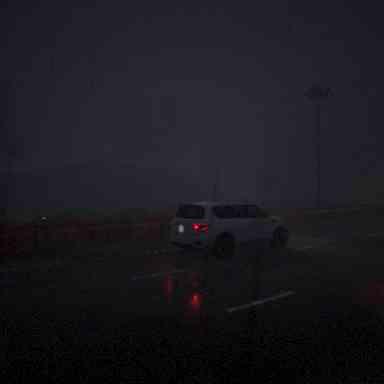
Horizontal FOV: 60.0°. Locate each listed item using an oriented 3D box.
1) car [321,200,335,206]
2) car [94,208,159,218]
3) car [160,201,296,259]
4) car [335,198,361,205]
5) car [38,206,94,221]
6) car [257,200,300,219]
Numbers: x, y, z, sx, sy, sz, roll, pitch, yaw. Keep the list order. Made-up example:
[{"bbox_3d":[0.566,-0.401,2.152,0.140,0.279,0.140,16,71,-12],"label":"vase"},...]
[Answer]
[{"bbox_3d":[23.275,2.062,56.370,4.892,1.490,1.837,0,-1,-41],"label":"car"},{"bbox_3d":[-5.189,1.954,26.575,4.181,1.385,1.994,0,-1,-39],"label":"car"},{"bbox_3d":[1.694,1.387,13.688,5.566,2.045,2.150,0,-1,-39],"label":"car"},{"bbox_3d":[25.582,1.598,53.747,5.008,1.535,1.882,0,-1,-41],"label":"car"},{"bbox_3d":[-9.890,1.918,27.273,5.008,1.535,1.882,0,-1,-39],"label":"car"},{"bbox_3d":[8.941,1.717,34.343,4.553,1.767,2.097,0,-1,-42],"label":"car"}]
